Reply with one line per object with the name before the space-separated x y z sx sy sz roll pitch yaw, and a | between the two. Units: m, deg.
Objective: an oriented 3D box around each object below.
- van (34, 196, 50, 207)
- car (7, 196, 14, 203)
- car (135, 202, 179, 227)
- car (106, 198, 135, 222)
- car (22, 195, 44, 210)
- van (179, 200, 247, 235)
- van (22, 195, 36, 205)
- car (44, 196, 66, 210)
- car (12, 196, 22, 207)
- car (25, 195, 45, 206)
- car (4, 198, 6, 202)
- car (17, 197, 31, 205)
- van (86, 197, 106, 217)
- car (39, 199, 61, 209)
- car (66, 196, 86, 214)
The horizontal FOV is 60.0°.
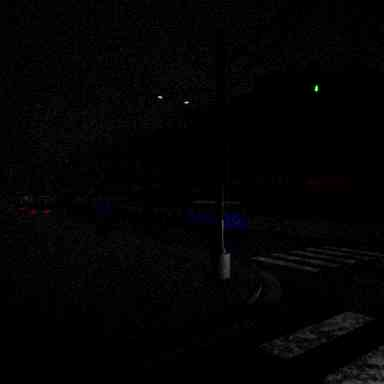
van | -24.446 1.511 54.083 1.690 1.788 3.998 0 0 -36
car | -40.500 1.698 76.259 1.967 1.590 4.097 0 0 -36
car | -1.969 1.488 23.038 1.967 1.590 4.097 0 0 -36
car | -5.180 1.504 27.473 1.967 1.590 4.097 0 0 -36
car | -21.244 1.490 45.335 2.097 1.767 4.553 0 0 -36
van | 1.242 1.374 18.603 1.690 1.788 3.998 0 0 -36
van | -30.867 1.546 62.953 1.690 1.788 3.998 0 0 -36
car | -18.024 1.449 45.213 2.192 1.841 5.009 0 0 -36
car | -27.108 1.772 53.431 1.895 1.301 4.718 0 0 -36
car | -27.657 1.502 58.518 2.192 1.841 5.009 0 0 -36
car | -43.810 1.802 80.832 1.752 1.417 4.829 0 0 -36
car | -34.177 1.749 67.526 1.752 1.417 4.829 0 0 -36
van | -8.391 1.422 31.908 1.690 1.788 3.998 0 0 -36
car | -21.234 1.703 49.648 2.008 1.369 4.403 0 0 -36
car | -11.602 1.413 36.340 2.192 1.841 5.009 0 0 -36
